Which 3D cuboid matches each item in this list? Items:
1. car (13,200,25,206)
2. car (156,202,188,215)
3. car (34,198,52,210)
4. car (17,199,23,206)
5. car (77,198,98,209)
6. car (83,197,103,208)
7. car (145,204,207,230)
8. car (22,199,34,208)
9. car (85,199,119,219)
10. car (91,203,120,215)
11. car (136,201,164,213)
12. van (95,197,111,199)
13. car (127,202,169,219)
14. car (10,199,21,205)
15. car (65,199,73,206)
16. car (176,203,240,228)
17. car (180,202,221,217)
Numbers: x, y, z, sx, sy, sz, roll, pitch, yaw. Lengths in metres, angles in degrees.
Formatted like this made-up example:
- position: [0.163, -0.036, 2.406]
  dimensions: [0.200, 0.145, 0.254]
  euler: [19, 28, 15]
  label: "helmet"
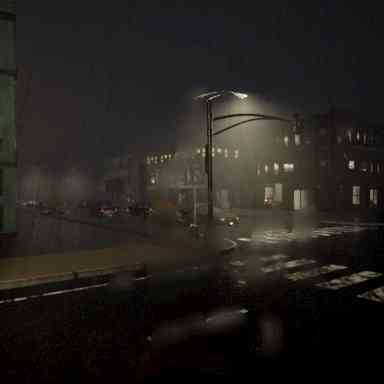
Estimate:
- position: [-41.400, 2.548, 79.620]
  dimensions: [2.008, 1.369, 4.403]
  euler: [-1, 0, -36]
  label: "car"
- position: [-2.395, 1.904, 39.464]
  dimensions: [1.802, 1.307, 4.206]
  euler: [-2, 0, -36]
  label: "car"
- position: [-25.207, 2.233, 56.966]
  dimensions: [1.752, 1.417, 4.829]
  euler: [-1, 0, -36]
  label: "car"
- position: [-38.183, 2.380, 75.116]
  dimensions: [1.967, 1.590, 4.097]
  euler: [-1, 0, -36]
  label: "car"
- position: [-17.774, 2.163, 56.539]
  dimensions: [1.994, 1.385, 4.181]
  euler: [-1, 0, -36]
  label: "car"
- position: [-18.495, 1.940, 61.979]
  dimensions: [2.192, 1.841, 5.009]
  euler: [-1, 0, -36]
  label: "car"
- position: [-1.242, 1.815, 23.229]
  dimensions: [1.947, 1.339, 4.313]
  euler: [-2, 0, -36]
  label: "car"
- position: [-31.744, 2.376, 66.111]
  dimensions: [2.008, 1.369, 4.403]
  euler: [-1, 0, -36]
  label: "car"
- position: [-9.215, 1.847, 34.589]
  dimensions: [1.967, 1.590, 4.097]
  euler: [-1, 0, -36]
  label: "car"
- position: [-10.717, 2.051, 41.179]
  dimensions: [1.895, 1.301, 4.718]
  euler: [-1, 0, -35]
  label: "car"
- position: [-5.613, 1.966, 43.967]
  dimensions: [1.802, 1.307, 4.206]
  euler: [-2, 0, -36]
  label: "car"
- position: [-15.275, 1.907, 57.476]
  dimensions: [1.690, 1.788, 3.998]
  euler: [-1, 0, -36]
  label: "van"
- position: [-4.723, 1.825, 32.781]
  dimensions: [2.128, 1.511, 4.902]
  euler: [-1, 0, -35]
  label: "car"
- position: [-44.618, 2.598, 84.122]
  dimensions: [1.887, 1.381, 4.507]
  euler: [-1, 0, -36]
  label: "car"
- position: [-28.145, 2.364, 75.489]
  dimensions: [1.947, 1.339, 4.313]
  euler: [-1, 0, -36]
  label: "car"
- position: [1.112, 1.766, 24.612]
  dimensions: [2.033, 1.411, 5.357]
  euler: [-1, 0, -36]
  label: "car"
- position: [0.823, 1.810, 34.961]
  dimensions: [2.008, 1.369, 4.403]
  euler: [-2, 0, -36]
  label: "car"
